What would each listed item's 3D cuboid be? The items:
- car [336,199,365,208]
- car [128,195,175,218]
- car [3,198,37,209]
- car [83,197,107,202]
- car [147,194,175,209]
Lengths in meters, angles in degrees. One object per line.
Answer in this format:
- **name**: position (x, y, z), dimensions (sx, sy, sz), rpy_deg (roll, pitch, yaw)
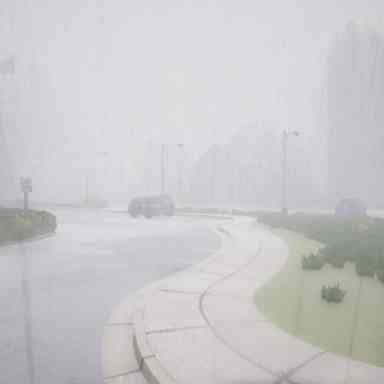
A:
- **car**: position (15.531, 1.473, 32.484), dimensions (2.242, 1.667, 4.611), rpy_deg (0, 0, 35)
- **car**: position (-3.558, 1.302, 29.706), dimensions (1.932, 1.855, 4.605), rpy_deg (0, 0, 35)
- **car**: position (-22.049, 1.509, 42.491), dimensions (1.784, 1.438, 3.905), rpy_deg (0, 0, 35)
- **car**: position (-15.624, 1.493, 53.700), dimensions (1.816, 1.474, 4.193), rpy_deg (0, 0, 35)
- **car**: position (-4.269, 1.302, 46.409), dimensions (1.905, 1.878, 3.866), rpy_deg (0, 0, 35)
